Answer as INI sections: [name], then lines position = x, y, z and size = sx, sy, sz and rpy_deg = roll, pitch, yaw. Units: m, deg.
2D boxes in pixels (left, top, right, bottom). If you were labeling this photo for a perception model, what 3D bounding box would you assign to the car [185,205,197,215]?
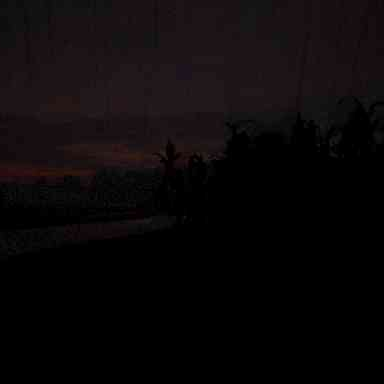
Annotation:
[car]
position = 1.266, 1.416, 31.131
size = 2.128, 1.511, 4.902
rpy_deg = 1, 0, 36
